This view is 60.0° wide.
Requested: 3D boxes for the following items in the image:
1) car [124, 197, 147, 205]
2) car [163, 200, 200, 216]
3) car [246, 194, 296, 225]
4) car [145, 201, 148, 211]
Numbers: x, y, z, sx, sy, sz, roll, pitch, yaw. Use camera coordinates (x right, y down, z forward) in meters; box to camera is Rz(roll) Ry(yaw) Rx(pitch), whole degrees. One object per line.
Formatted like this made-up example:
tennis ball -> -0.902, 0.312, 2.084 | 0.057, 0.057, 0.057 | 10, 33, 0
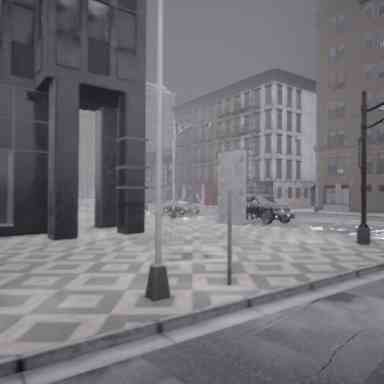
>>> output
car -> -10.613, 1.603, 62.377 | 2.033, 1.411, 5.357 | 1, 0, -36
car -> -1.123, 1.466, 32.051 | 1.812, 1.442, 4.674 | 1, 0, -35
car -> 4.696, 1.157, 23.925 | 2.150, 2.045, 5.566 | 1, 0, -36
car -> -7.075, 1.426, 40.393 | 1.882, 1.535, 5.008 | 1, 0, -36
